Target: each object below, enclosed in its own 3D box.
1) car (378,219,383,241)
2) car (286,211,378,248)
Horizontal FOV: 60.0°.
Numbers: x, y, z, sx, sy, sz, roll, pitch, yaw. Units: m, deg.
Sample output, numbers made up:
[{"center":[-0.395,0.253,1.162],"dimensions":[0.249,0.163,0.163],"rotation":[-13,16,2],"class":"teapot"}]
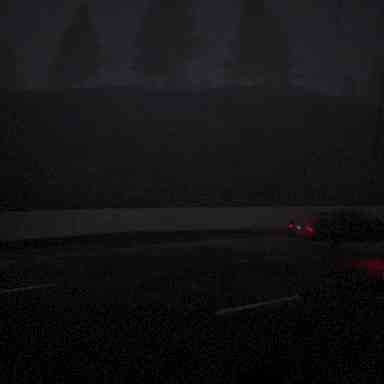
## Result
[{"center":[9.131,1.473,11.229],"dimensions":[5.008,1.535,1.882],"rotation":[0,0,-17],"class":"car"},{"center":[6.805,1.525,14.505],"dimensions":[5.357,1.411,2.033],"rotation":[0,0,-18],"class":"car"}]
